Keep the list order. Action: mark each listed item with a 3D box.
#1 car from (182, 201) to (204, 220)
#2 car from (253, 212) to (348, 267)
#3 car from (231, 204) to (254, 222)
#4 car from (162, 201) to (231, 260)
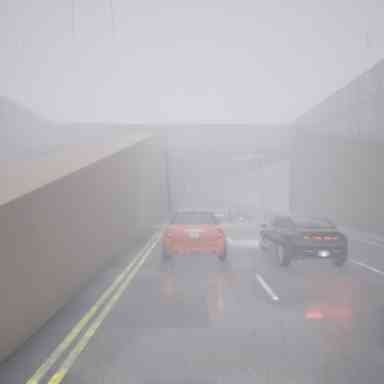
[{"bbox_3d":[0.093,1.540,29.094,1.812,1.442,4.674,0,0,0],"label":"car"},{"bbox_3d":[3.586,1.505,11.467,1.837,1.490,4.892,0,-2,0],"label":"car"},{"bbox_3d":[3.592,1.614,26.420,1.895,1.301,4.718,0,0,0],"label":"car"},{"bbox_3d":[0.089,1.359,12.543,2.097,1.767,4.553,0,0,0],"label":"car"}]
